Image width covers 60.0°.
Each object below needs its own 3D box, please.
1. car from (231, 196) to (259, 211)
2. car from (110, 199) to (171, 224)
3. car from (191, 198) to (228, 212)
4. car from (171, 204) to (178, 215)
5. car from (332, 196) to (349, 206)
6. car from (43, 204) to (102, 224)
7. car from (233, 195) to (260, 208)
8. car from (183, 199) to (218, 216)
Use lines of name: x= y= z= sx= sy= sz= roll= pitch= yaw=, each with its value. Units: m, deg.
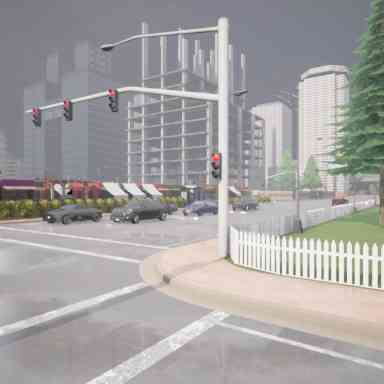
car: x=6.587 y=1.505 z=40.815 sx=1.837 sy=1.490 sz=4.892 roll=0 pitch=0 yaw=34
car: x=-3.986 y=1.352 z=25.185 sx=2.097 sy=1.767 sz=4.553 roll=0 pitch=0 yaw=34
car: x=2.184 y=1.547 z=40.567 sx=2.033 sy=1.411 sz=5.357 roll=0 pitch=0 yaw=34
car: x=-3.524 y=1.547 z=32.122 sx=2.033 sy=1.411 sz=5.357 roll=0 pitch=0 yaw=34
car: x=23.981 y=1.477 z=53.722 sx=1.882 sy=1.535 sz=5.008 roll=0 pitch=0 yaw=34
car: x=-8.699 y=1.564 z=24.463 sx=1.994 sy=1.385 sz=4.181 roll=0 pitch=0 yaw=34
car: x=8.114 y=1.351 z=49.267 sx=2.097 sy=1.767 sz=4.553 roll=0 pitch=0 yaw=35
car: x=0.959 y=1.525 z=32.484 sx=1.812 sy=1.442 sz=4.674 roll=0 pitch=0 yaw=34
